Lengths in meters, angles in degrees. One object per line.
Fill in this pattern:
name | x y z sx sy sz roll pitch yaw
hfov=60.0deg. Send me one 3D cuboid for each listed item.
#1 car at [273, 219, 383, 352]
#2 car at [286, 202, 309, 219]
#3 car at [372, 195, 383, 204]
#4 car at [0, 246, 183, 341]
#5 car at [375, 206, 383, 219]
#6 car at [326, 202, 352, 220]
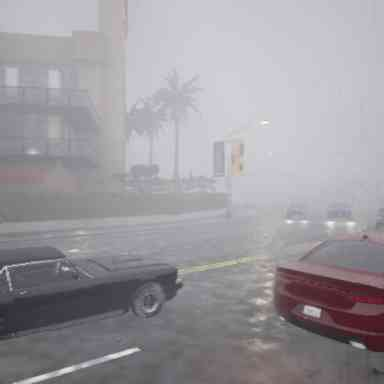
car | 3.579 1.503 6.159 5.008 1.535 1.882 0 0 -39
car | 10.009 1.688 31.365 2.033 1.411 5.357 0 0 20
car | 38.530 1.517 66.522 2.185 1.767 4.553 0 0 -10
car | -2.527 1.632 5.804 4.718 1.301 1.895 0 0 -35
car | 13.084 1.634 21.765 2.033 1.411 5.357 0 0 31
car | 13.288 1.648 30.141 1.882 1.535 5.008 0 0 20
